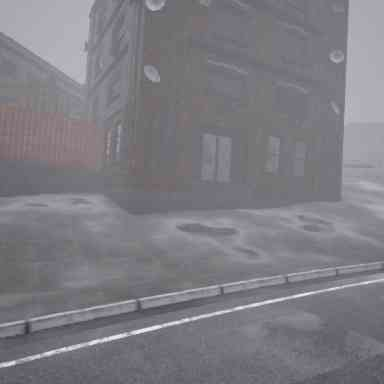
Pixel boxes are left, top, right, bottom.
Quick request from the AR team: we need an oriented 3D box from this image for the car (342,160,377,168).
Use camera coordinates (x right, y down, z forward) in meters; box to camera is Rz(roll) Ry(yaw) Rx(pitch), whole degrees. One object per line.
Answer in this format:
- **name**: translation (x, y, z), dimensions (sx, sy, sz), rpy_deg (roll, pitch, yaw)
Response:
- **car**: translation (20.960, -3.283, 42.378), dimensions (4.553, 1.767, 2.185), rpy_deg (2, -3, 14)
